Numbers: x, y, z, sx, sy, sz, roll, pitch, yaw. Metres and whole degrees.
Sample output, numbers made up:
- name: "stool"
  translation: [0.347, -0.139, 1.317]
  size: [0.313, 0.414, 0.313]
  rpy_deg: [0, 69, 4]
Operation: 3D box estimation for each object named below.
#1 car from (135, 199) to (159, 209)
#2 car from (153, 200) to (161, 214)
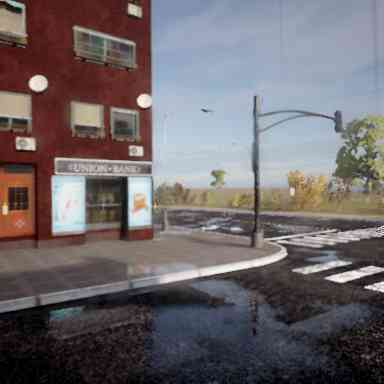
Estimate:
- name: "car"
  translation: [-7.055, 1.831, 52.117]
  size: [1.812, 1.442, 4.674]
  rpy_deg: [-1, 0, -34]
- name: "car"
  translation: [-5.414, 1.762, 38.231]
  size: [1.882, 1.535, 5.008]
  rpy_deg: [-1, 0, -35]
